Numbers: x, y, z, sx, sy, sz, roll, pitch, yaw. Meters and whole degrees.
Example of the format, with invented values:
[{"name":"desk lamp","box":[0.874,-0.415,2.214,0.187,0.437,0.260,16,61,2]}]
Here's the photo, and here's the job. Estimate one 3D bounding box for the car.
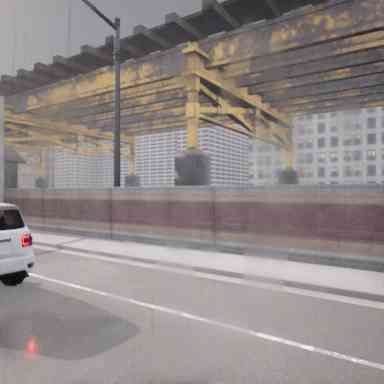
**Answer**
[{"name":"car","box":[-6.186,1.246,8.314,5.566,2.045,2.150,0,0,36]}]
